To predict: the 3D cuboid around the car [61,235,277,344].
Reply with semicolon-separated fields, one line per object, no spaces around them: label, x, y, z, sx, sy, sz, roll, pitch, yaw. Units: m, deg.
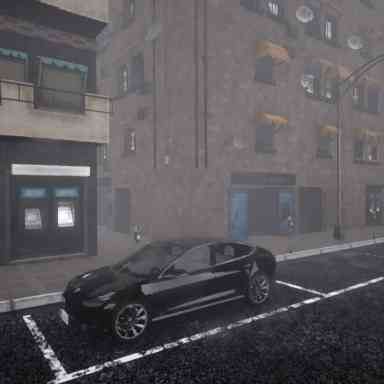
car;-0.202;1.566;6.431;4.313;1.339;1.947;0;0;-36
